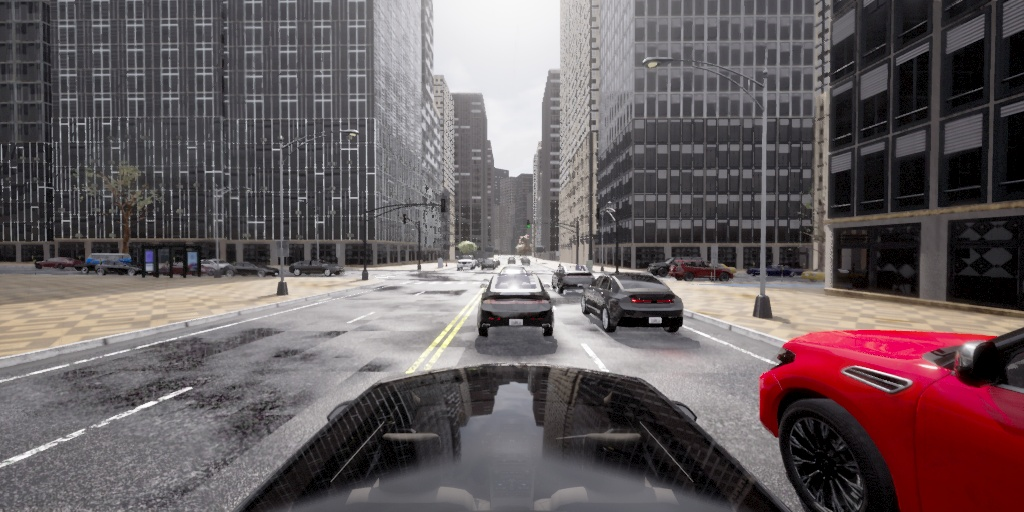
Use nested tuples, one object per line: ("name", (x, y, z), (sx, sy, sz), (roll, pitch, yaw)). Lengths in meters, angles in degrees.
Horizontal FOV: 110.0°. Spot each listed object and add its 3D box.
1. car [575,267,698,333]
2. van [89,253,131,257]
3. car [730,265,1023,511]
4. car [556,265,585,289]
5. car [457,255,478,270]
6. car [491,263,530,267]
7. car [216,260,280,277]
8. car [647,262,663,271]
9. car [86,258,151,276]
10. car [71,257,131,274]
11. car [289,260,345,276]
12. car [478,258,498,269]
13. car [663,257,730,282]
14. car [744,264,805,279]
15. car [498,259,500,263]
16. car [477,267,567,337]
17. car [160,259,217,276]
("car", (3.340, 1.251, 10.776), (1.837, 1.490, 4.892), (0, 0, 0))
("van", (-45.326, 0.604, 40.317), (3.998, 1.789, 1.690), (0, 0, 1))
("car", (3.348, 0.972, 0.912), (2.150, 2.045, 5.566), (0, 0, 0))
("car", (3.333, 1.232, 20.130), (2.128, 1.511, 4.902), (0, 0, 0))
("car", (-6.639, 0.935, 52.503), (2.150, 2.045, 5.566), (0, 0, 0))
("car", (0.082, 1.288, 20.082), (2.033, 1.411, 5.357), (0, 0, 0))
("car", (-22.761, 1.173, 31.372), (4.313, 1.339, 1.948), (0, 0, 1))
("car", (16.810, 1.088, 36.634), (5.566, 2.045, 2.150), (1, 1, 1))
("car", (-34.126, 1.069, 31.667), (4.313, 1.339, 1.948), (0, 0, 1))
("car", (-38.616, 1.020, 34.393), (4.718, 1.301, 1.895), (1, 1, 1))
("car", (-18.439, 1.108, 33.978), (4.892, 1.490, 1.837), (1, 1, 2))
("car", (-3.389, 1.192, 52.055), (1.882, 1.535, 5.008), (0, 0, 0))
("car", (16.164, 1.269, 30.882), (5.009, 1.841, 2.192), (0, 0, 1))
("car", (26.625, 1.553, 36.491), (4.718, 1.301, 1.895), (0, 1, 1))
("car", (-3.390, 1.267, 61.641), (1.994, 1.385, 4.181), (0, 0, 0))
("car", (0.091, 1.238, 10.281), (2.128, 1.511, 4.902), (0, 0, 0))
("car", (-28.445, 1.138, 31.499), (4.207, 1.307, 1.802), (0, 0, 1))
